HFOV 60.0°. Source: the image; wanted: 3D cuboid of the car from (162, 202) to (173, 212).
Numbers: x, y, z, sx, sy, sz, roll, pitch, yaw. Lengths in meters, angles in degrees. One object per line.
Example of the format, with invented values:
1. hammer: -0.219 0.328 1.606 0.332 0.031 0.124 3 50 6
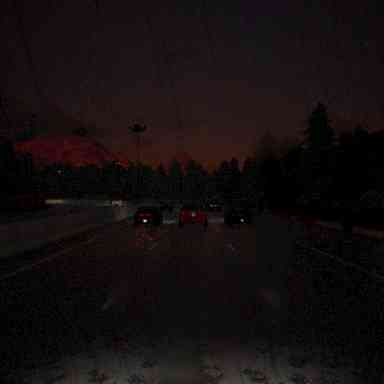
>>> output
1. car: -3.909 2.234 50.058 1.812 1.442 4.674 0 -1 -5

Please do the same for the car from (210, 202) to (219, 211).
1. car: 3.139 2.191 49.586 2.128 1.511 4.902 0 -1 -5

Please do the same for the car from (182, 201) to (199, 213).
1. car: -0.336 2.187 49.193 2.128 1.511 4.902 0 -1 -4

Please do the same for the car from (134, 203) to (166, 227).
1. car: -3.401 1.881 26.522 1.837 1.490 4.892 0 -1 0

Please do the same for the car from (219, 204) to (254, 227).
1. car: 3.598 1.862 26.207 2.128 1.511 4.902 0 -1 0

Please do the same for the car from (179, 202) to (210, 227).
1. car: 0.099 1.729 26.535 2.097 1.767 4.553 0 -1 0
